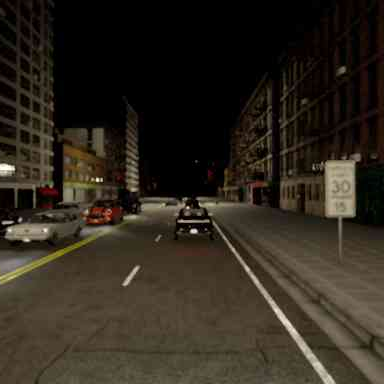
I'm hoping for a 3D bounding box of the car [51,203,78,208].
[{"bbox_3d":[-9.783,1.560,25.753,1.812,1.442,4.674,0,0,0],"label":"car"}]

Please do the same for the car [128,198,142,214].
[{"bbox_3d":[-6.546,1.387,34.912,2.097,1.767,4.553,0,0,0],"label":"car"}]

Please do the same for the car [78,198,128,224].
[{"bbox_3d":[-6.543,1.382,24.950,2.097,1.767,4.553,0,0,0],"label":"car"}]

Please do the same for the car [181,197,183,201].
[{"bbox_3d":[-3.364,1.611,83.558,1.994,1.385,4.181,0,0,0],"label":"car"}]

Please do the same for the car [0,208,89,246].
[{"bbox_3d":[-6.596,1.624,15.498,1.895,1.301,4.718,0,0,0],"label":"car"}]

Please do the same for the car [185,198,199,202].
[{"bbox_3d":[0.040,1.557,45.661,1.812,1.442,4.674,0,0,0],"label":"car"}]

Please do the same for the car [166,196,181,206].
[{"bbox_3d":[-3.226,1.642,54.543,1.895,1.301,4.718,0,0,0],"label":"car"}]

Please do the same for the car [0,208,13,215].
[{"bbox_3d":[-9.847,1.533,15.600,1.837,1.490,4.892,0,0,0],"label":"car"}]

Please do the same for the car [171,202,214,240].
[{"bbox_3d":[0.078,1.507,17.078,2.128,1.511,4.902,0,0,0],"label":"car"}]
